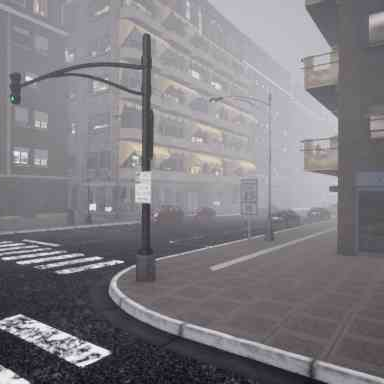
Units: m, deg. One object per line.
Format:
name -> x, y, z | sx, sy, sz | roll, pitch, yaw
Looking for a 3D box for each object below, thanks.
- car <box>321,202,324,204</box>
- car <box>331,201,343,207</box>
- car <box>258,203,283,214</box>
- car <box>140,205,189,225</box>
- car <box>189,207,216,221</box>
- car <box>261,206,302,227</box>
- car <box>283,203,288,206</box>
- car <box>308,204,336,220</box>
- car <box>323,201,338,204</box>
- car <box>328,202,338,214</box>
car -> 29.934, 2.822, 74.187 | 1.967, 1.590, 4.097 | -1, -1, 35
car -> 36.416, 3.022, 83.502 | 1.967, 1.590, 4.097 | -1, -1, 35
car -> 10.541, 2.327, 46.201 | 1.887, 1.381, 4.507 | -1, -1, 35
car -> -2.409, 1.821, 27.563 | 1.967, 1.590, 4.097 | -1, -1, 35
car -> 0.829, 2.063, 32.220 | 1.802, 1.307, 4.206 | -1, -1, 35
car -> 7.655, 2.095, 27.476 | 1.947, 1.339, 4.313 | -1, -2, 35
car -> 13.682, 2.404, 50.722 | 1.752, 1.417, 4.829 | -1, -1, 35
car -> 14.131, 2.295, 36.796 | 1.947, 1.339, 4.313 | -1, -2, 35
car -> 23.570, 2.597, 54.841 | 1.812, 1.442, 4.674 | 0, -1, 35
car -> 20.704, 2.458, 46.257 | 1.752, 1.417, 4.829 | -1, -2, 35
